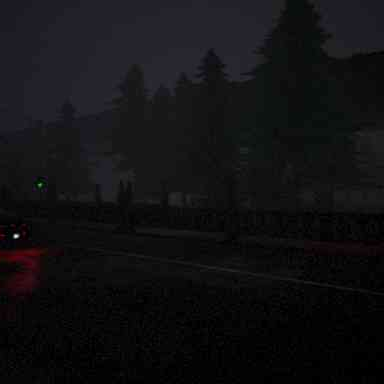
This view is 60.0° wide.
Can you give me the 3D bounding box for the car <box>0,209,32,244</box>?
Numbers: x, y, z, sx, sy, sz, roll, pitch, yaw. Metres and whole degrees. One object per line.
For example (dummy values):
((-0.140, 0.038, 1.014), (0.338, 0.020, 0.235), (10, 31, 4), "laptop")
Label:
((-9.016, 1.510, 14.724), (4.892, 1.490, 1.837), (0, 0, 36), "car")
